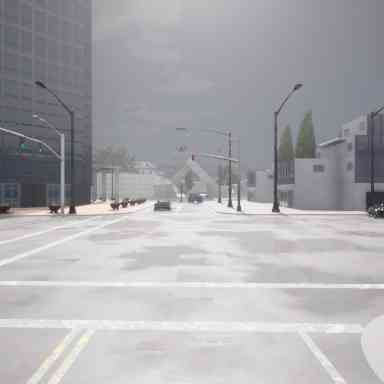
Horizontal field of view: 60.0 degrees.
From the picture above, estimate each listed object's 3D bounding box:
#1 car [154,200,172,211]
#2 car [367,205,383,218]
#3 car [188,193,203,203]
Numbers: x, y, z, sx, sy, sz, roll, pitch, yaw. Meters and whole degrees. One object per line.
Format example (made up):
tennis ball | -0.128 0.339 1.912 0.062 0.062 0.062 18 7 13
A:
car | -3.620 1.601 41.672 1.895 1.301 4.718 0 0 0
car | 16.886 1.320 27.176 4.553 1.767 2.097 0 0 0
car | 0.708 1.221 67.382 2.150 2.045 5.566 0 0 12
